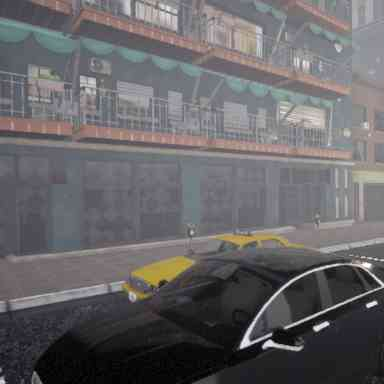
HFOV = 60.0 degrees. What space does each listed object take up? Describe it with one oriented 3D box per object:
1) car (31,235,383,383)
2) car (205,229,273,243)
[{"bbox_3d":[0.786,1.504,3.938,4.892,1.490,1.837,0,0,-36],"label":"car"},{"bbox_3d":[0.921,1.524,7.228,4.829,1.417,1.752,0,-1,-35],"label":"car"}]
